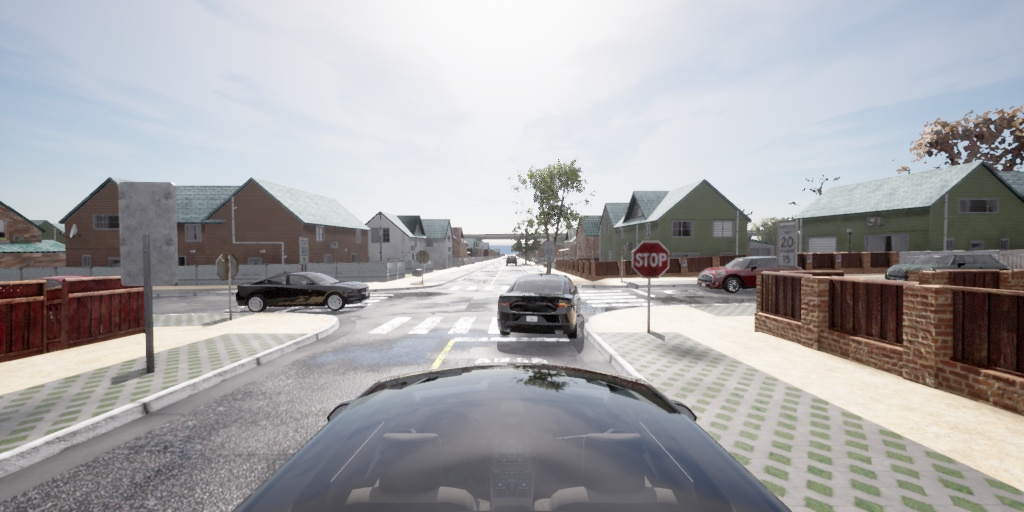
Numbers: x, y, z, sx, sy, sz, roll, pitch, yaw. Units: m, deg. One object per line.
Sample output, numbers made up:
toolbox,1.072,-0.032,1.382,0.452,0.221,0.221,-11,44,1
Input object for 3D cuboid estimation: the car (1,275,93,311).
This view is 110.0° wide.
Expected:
car,-18.036,1.546,14.705,5.008,1.535,1.882,-1,2,0

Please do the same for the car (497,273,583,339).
car,0.949,1.224,10.262,1.882,1.535,5.008,0,0,12

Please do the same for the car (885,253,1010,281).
car,21.683,0.646,17.966,4.553,1.767,2.097,-1,2,0

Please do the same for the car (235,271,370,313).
car,-8.483,1.376,14.778,5.008,1.535,1.882,-1,2,0

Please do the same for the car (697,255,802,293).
car,11.789,0.820,17.884,4.553,1.767,2.097,-1,2,0
